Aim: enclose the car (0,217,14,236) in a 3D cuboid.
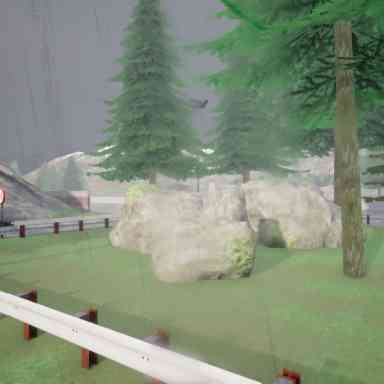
[{"bbox_3d":[-10.912,1.358,15.488,5.357,1.411,2.033,0,0,18],"label":"car"}]
